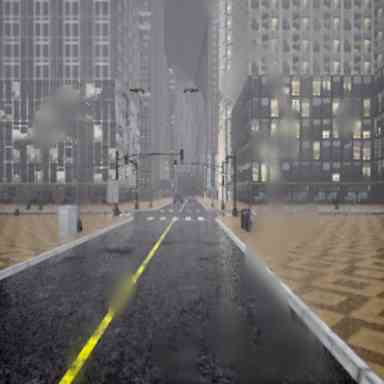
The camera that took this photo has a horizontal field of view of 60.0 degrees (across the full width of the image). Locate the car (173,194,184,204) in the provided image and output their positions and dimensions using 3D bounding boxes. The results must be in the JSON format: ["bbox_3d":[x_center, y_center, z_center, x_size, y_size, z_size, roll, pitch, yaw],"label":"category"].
[{"bbox_3d":[-2.998,1.498,73.045,2.150,2.045,5.566,0,0,0],"label":"car"}]

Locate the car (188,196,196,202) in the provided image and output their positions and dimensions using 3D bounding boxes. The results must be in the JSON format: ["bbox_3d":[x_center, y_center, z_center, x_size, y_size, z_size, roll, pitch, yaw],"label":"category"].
[{"bbox_3d":[0.003,1.881,90.165,2.033,1.411,5.357,0,0,0],"label":"car"}]

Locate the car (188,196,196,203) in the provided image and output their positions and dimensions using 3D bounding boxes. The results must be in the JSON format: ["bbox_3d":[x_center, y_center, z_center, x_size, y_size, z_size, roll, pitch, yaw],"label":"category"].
[{"bbox_3d":[0.002,1.828,79.747,2.128,1.511,4.902,0,0,0],"label":"car"}]
